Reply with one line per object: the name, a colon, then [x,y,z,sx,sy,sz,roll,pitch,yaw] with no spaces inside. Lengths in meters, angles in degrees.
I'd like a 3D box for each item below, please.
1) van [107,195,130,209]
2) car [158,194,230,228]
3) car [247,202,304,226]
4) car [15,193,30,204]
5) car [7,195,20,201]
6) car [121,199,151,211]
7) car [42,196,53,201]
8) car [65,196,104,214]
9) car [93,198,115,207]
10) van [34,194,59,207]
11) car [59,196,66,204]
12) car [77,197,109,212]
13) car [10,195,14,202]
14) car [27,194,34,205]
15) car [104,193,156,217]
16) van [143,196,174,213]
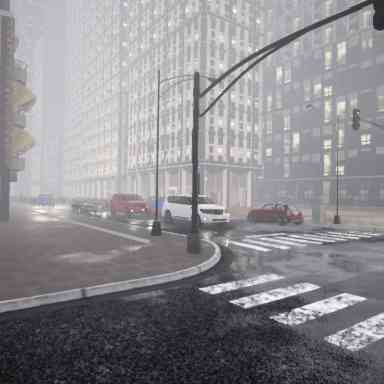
van: [-10.398,1.367,47.024,1.690,1.788,3.998,1,-1,-35]
car: [0.085,1.170,22.104,2.150,2.045,5.566,1,-1,-35]
car: [5.871,1.505,23.938,1.967,1.590,4.097,1,-1,-35]
car: [-30.263,1.154,60.665,2.192,1.841,5.009,1,-1,-35]
car: [-40.029,1.377,74.514,2.008,1.369,4.403,1,-1,-35]
car: [-7.148,1.584,42.405,2.008,1.369,4.403,1,-1,-35]
car: [-36.436,1.569,83.957,1.802,1.307,4.206,1,-1,-35]
car: [-10.742,1.426,32.961,2.008,1.369,4.403,1,-1,-35]
car: [-13.657,1.586,51.638,1.947,1.339,4.313,1,-1,-35]
van: [-20.501,1.196,46.814,1.690,1.788,3.998,1,-1,-35]
car: [-23.997,1.433,61.815,1.882,1.535,5.008,1,-1,-35]
car: [-11.530,1.412,38.597,2.128,1.511,4.902,1,-1,-35]
car: [-36.776,1.396,69.897,1.947,1.339,4.313,1,-1,-35]
car: [-23.759,1.431,51.428,1.802,1.307,4.206,1,-1,-35]
car: [-5.688,1.155,30.297,2.150,2.045,5.566,1,-1,-35]
van: [-3.890,1.381,37.790,1.690,1.788,3.998,1,-1,-35]
